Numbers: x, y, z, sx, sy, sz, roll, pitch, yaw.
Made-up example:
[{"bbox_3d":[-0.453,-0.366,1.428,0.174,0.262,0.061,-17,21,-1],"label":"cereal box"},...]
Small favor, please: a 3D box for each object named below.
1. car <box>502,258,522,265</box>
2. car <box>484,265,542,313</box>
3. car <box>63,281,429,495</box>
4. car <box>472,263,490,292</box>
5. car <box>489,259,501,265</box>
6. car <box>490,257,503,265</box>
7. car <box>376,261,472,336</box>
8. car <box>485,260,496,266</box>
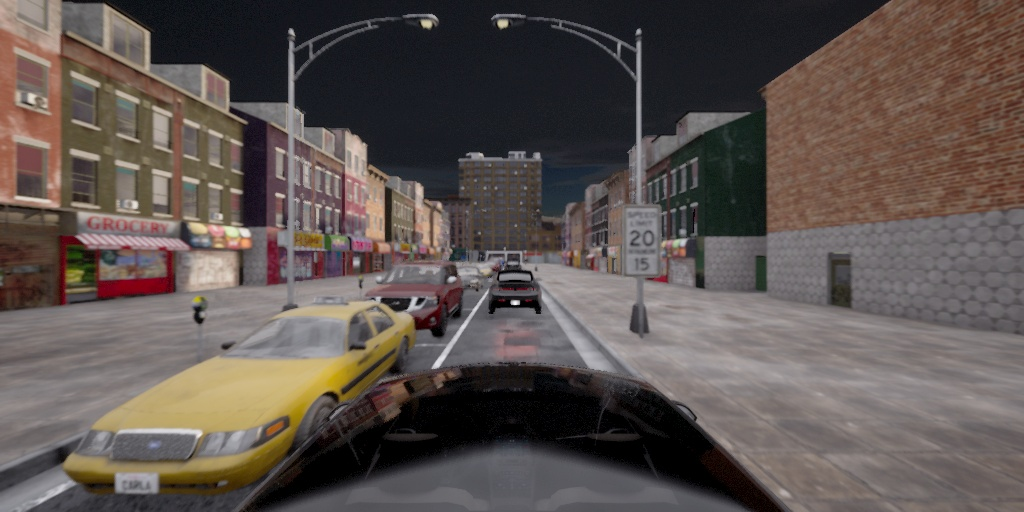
[{"bbox_3d":[0.114,1.257,40.050,1.882,1.535,5.008,0,0,0],"label":"car"},{"bbox_3d":[0.106,1.259,13.990,1.837,1.490,4.892,0,0,0],"label":"car"},{"bbox_3d":[-2.635,1.277,4.926,1.751,1.417,4.829,0,0,0],"label":"car"},{"bbox_3d":[-2.629,1.309,21.427,2.007,1.370,4.403,0,0,0],"label":"car"},{"bbox_3d":[-2.621,1.328,43.203,1.888,1.381,4.507,0,0,0],"label":"car"},{"bbox_3d":[-2.618,1.228,48.648,1.967,1.591,4.097,0,0,0],"label":"car"},{"bbox_3d":[-2.633,1.067,10.539,2.192,1.841,5.009,0,0,0],"label":"car"},{"bbox_3d":[-2.625,1.295,32.145,1.751,1.417,4.829,0,0,0],"label":"car"}]
